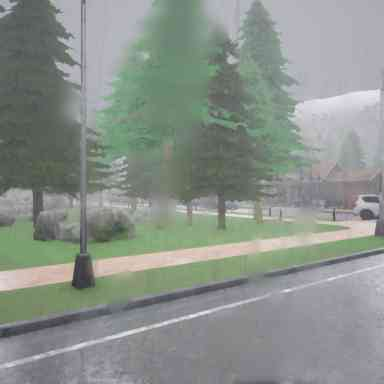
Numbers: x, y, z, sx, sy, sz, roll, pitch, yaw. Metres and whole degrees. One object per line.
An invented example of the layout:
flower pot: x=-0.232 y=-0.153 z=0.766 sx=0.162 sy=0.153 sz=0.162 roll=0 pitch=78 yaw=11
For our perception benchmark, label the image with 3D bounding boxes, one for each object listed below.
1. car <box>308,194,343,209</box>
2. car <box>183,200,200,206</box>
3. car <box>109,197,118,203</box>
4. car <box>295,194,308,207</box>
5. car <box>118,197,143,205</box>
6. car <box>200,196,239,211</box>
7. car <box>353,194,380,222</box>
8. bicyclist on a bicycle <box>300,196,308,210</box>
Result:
car: x=17.375 y=1.160 z=42.723 sx=4.605 sy=1.855 sz=1.932 roll=0 pitch=0 yaw=-37
car: x=-0.821 y=1.587 z=51.594 sx=1.895 sy=1.301 sz=4.718 roll=0 pitch=0 yaw=-38
car: x=-14.620 y=1.477 z=66.395 sx=4.902 sy=1.511 sz=2.128 roll=0 pitch=0 yaw=42
car: x=15.556 y=1.161 z=44.502 sx=3.866 sy=1.878 sz=1.905 roll=0 pitch=0 yaw=-37
car: x=-10.100 y=1.479 z=57.158 sx=2.128 sy=1.511 sz=4.902 roll=0 pitch=0 yaw=-42
car: x=3.493 y=1.337 z=39.681 sx=2.097 sy=1.767 sz=4.553 roll=0 pitch=0 yaw=-37
car: x=14.967 y=1.208 z=24.635 sx=2.150 sy=2.045 sz=5.566 roll=0 pitch=0 yaw=-41
bicyclist on a bicycle: x=13.214 y=1.267 z=39.182 sx=1.656 sy=1.620 sz=0.582 roll=0 pitch=0 yaw=-37
